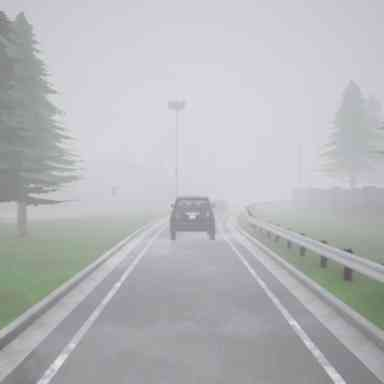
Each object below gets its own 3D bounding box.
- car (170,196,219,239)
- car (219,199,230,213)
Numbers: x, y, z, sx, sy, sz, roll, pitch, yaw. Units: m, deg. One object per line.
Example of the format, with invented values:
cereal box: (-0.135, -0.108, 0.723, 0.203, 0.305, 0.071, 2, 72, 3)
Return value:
car: (0.065, 1.210, 17.427, 2.150, 2.045, 5.566, 0, 0, 1)
car: (2.947, 1.470, 36.868, 2.128, 1.511, 4.902, 0, 0, 16)
